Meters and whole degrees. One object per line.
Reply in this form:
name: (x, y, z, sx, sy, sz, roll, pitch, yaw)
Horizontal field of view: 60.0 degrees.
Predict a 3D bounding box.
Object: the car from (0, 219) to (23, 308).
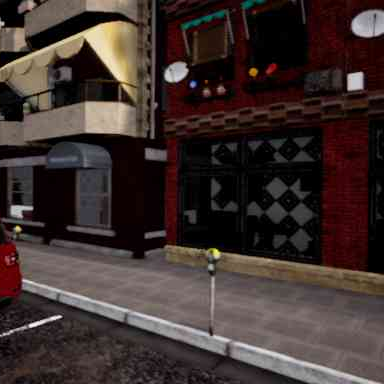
car: (-5.320, 1.315, 6.504, 5.009, 1.841, 2.192, 0, 1, 36)
